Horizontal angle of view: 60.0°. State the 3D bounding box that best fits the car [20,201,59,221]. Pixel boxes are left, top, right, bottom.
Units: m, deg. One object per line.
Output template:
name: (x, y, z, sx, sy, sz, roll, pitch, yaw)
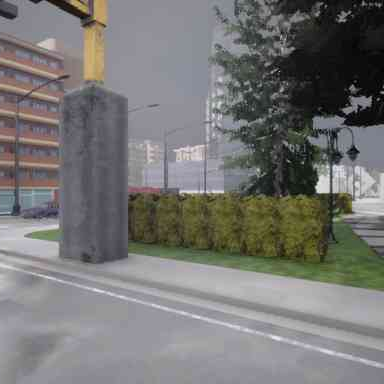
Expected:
car: (-11.745, 1.526, 27.666, 1.812, 1.442, 4.674, 0, 0, 35)
